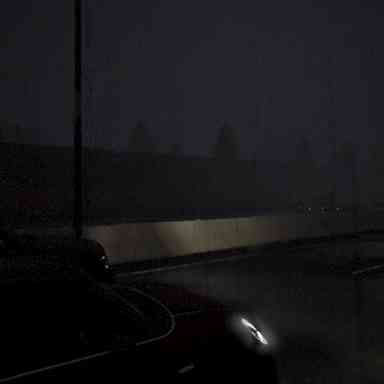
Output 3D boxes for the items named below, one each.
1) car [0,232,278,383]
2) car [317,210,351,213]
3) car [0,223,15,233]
[{"bbox_3d":[-1.386,1.353,2.758,4.553,1.767,2.097,0,0,-36],"label":"car"},{"bbox_3d":[14.253,1.594,31.362,4.718,1.301,1.895,0,0,-35],"label":"car"},{"bbox_3d":[-4.040,1.220,5.164,5.566,2.045,2.150,0,0,-36],"label":"car"}]
